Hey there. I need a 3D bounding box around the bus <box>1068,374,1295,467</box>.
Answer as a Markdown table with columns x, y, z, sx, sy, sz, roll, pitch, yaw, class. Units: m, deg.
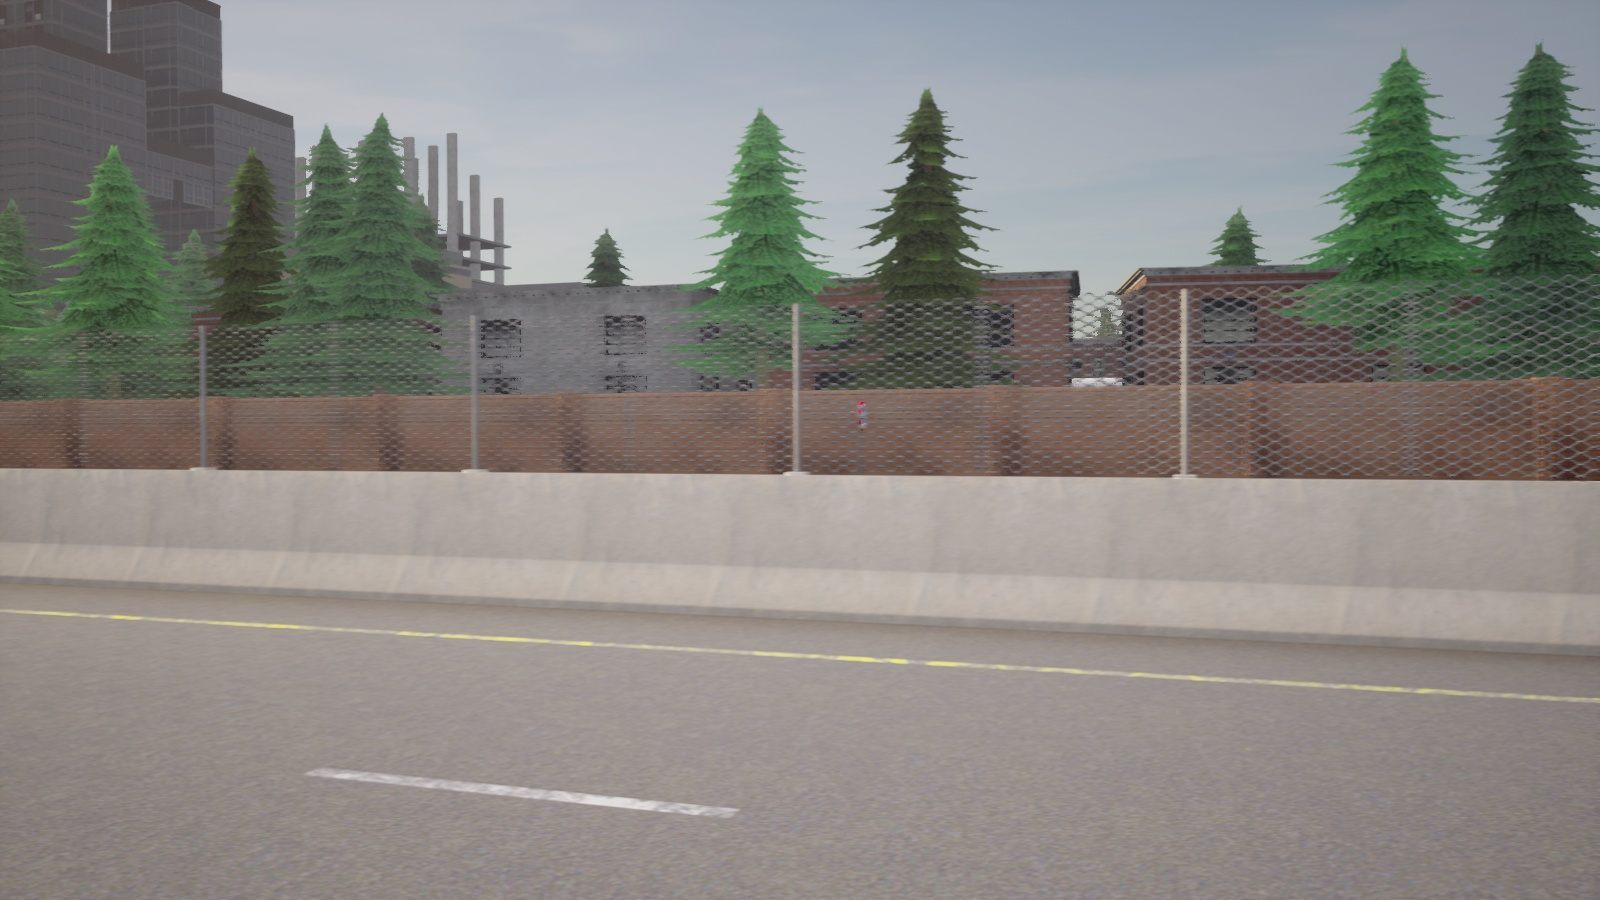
| x | y | z | sx | sy | sz | roll | pitch | yaw | class |
| --- | --- | --- | --- | --- | --- | --- | --- | --- | --- |
| 18.474 | -1.403 | 61.739 | 10.273 | 4.253 | 3.944 | -1 | 1 | 11 | bus |
